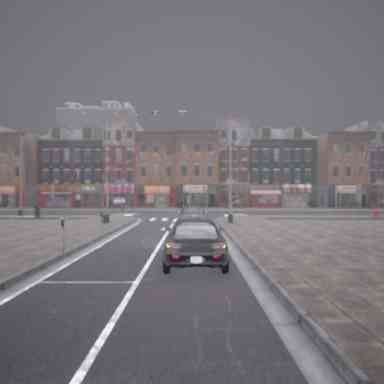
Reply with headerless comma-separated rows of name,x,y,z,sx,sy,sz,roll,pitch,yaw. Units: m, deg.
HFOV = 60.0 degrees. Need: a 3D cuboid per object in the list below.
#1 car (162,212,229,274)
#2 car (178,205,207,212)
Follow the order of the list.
car,0.093,1.544,10.543,1.812,1.442,4.674,0,-1,0
car,0.055,1.584,21.830,2.033,1.411,5.357,0,0,-1
